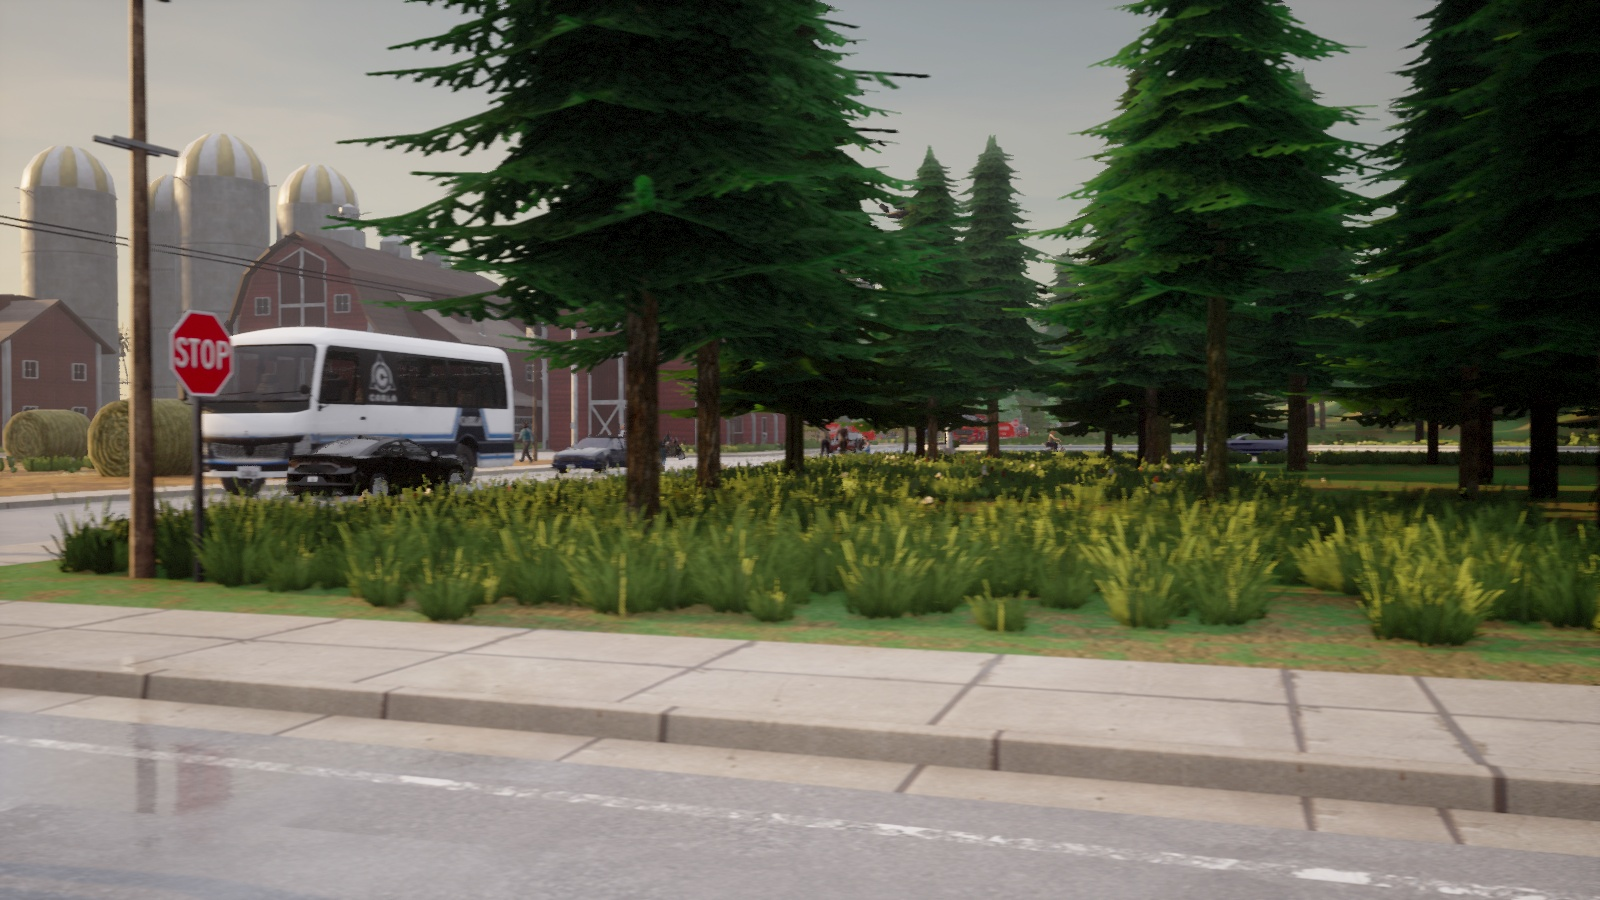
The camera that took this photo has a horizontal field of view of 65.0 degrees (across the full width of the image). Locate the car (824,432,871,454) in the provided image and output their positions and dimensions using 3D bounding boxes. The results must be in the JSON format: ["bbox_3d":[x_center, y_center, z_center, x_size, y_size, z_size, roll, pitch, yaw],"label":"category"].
[{"bbox_3d":[3.317,-0.497,86.583,2.163,1.488,4.792,0,1,16],"label":"car"}]

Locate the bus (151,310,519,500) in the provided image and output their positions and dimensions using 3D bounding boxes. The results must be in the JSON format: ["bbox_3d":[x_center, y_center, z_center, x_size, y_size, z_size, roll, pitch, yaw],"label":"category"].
[{"bbox_3d":[-11.829,-1.093,33.705,3.944,4.253,10.273,0,1,16],"label":"bus"}]

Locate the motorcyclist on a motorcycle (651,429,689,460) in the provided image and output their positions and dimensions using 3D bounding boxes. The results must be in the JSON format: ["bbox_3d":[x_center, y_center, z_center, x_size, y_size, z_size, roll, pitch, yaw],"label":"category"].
[{"bbox_3d":[-6.902,-0.289,66.603,1.817,1.590,0.866,1,1,15],"label":"motorcyclist on a motorcycle"}]

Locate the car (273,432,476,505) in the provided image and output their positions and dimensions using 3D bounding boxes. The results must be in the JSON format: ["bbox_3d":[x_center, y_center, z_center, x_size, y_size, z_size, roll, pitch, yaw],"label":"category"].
[{"bbox_3d":[-9.595,0.346,28.838,1.882,1.535,5.008,0,1,16],"label":"car"}]

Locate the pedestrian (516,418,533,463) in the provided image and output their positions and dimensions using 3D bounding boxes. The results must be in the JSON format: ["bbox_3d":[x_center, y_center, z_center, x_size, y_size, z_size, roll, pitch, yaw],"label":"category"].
[{"bbox_3d":[-11.988,-0.420,54.618,0.396,1.930,0.692,1,1,25],"label":"pedestrian"}]

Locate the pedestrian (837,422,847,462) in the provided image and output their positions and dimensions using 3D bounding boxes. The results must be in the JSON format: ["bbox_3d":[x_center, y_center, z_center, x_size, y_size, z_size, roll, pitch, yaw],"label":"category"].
[{"bbox_3d":[1.907,-0.375,56.789,0.328,1.805,0.869,0,1,8],"label":"pedestrian"}]

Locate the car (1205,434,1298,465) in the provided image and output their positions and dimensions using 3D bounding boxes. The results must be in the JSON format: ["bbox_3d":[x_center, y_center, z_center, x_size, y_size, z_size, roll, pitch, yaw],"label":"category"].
[{"bbox_3d":[22.399,-0.055,62.402,4.193,1.474,1.816,0,1,15],"label":"car"}]

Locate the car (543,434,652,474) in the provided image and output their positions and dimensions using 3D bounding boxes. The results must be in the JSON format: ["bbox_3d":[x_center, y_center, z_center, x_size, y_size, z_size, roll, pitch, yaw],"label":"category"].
[{"bbox_3d":[-7.676,0.116,48.234,2.033,1.411,5.357,0,1,16],"label":"car"}]

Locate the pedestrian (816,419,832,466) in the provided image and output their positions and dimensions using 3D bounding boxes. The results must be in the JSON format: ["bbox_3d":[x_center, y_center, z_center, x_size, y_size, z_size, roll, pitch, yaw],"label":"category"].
[{"bbox_3d":[1.012,-0.316,52.848,0.423,1.949,0.788,1,1,18],"label":"pedestrian"}]
